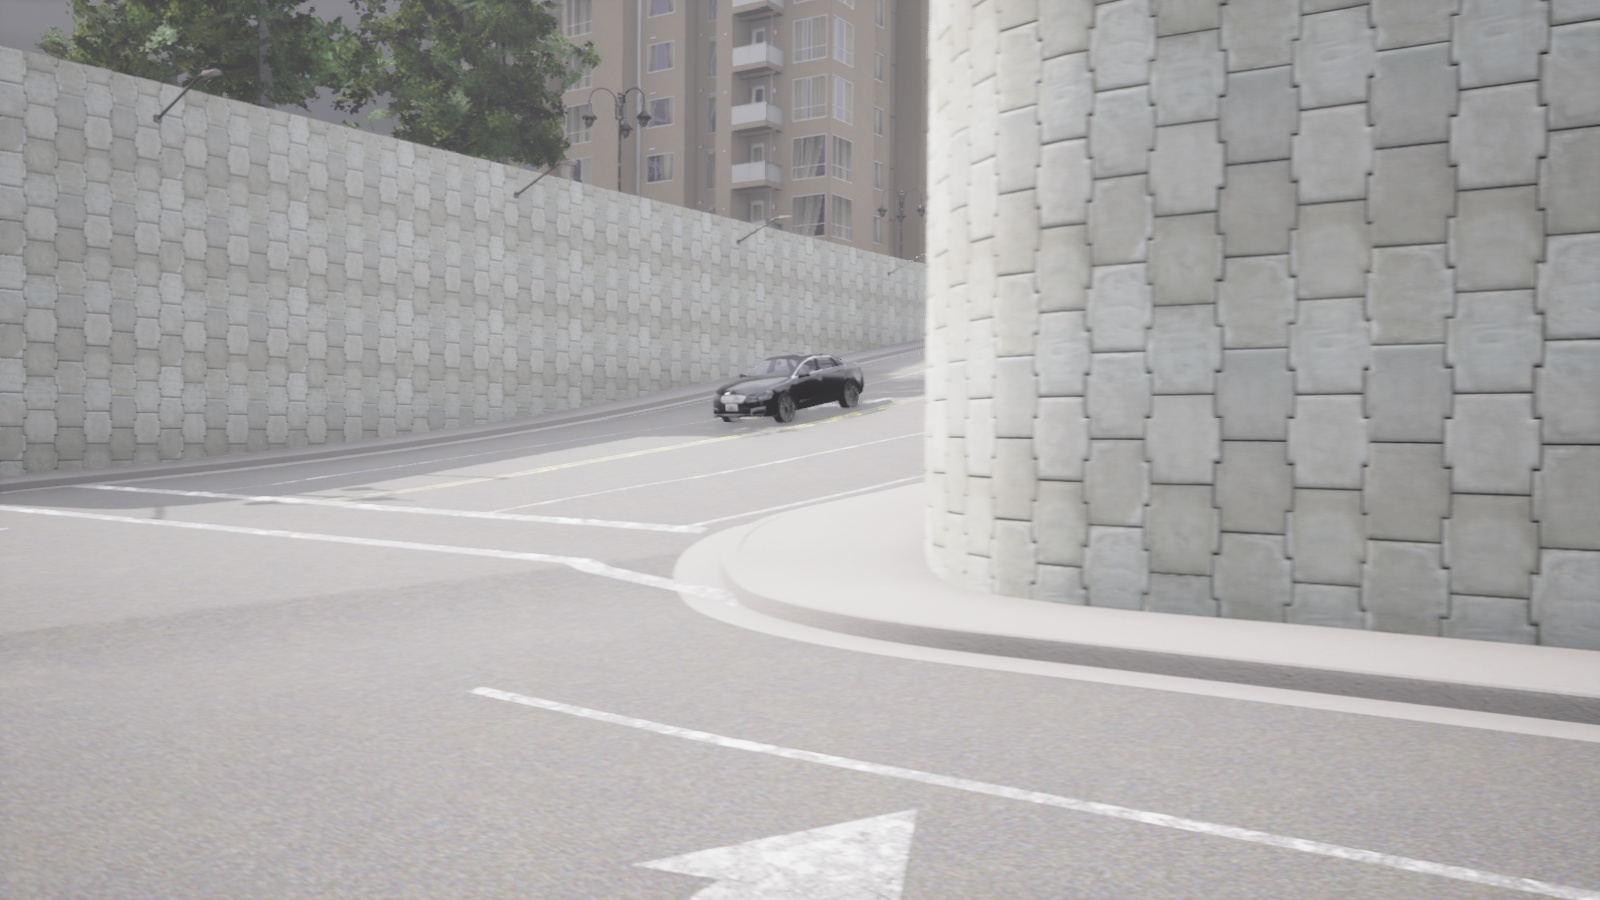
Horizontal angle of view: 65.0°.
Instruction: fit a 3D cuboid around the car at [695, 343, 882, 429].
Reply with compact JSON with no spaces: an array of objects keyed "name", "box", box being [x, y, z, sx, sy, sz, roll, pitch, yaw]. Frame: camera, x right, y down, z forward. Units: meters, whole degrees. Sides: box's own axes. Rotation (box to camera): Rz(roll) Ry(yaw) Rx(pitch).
[{"name":"car","box":[-0.187,-1.646,31.414,2.128,1.511,4.902,0,9,35]}]
